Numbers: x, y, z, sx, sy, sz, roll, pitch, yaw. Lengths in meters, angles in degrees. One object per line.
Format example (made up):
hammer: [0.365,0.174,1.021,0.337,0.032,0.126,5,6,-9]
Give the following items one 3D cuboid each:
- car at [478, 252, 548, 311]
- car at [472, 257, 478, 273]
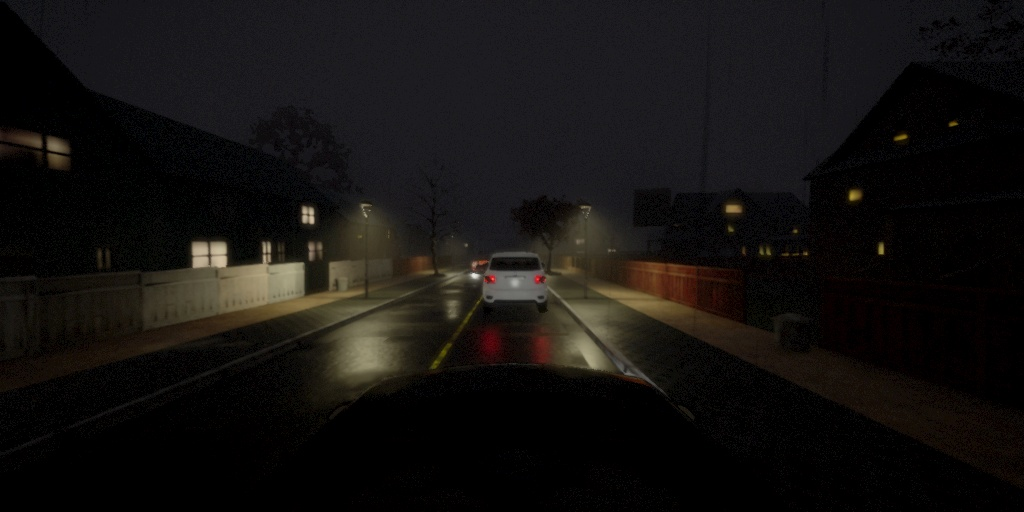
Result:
car: [0.107,0.850,13.757,2.150,2.045,5.566,0,1,0]
car: [-2.793,0.752,35.925,2.097,1.767,4.553,0,1,0]
